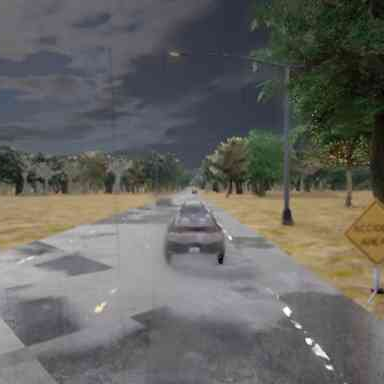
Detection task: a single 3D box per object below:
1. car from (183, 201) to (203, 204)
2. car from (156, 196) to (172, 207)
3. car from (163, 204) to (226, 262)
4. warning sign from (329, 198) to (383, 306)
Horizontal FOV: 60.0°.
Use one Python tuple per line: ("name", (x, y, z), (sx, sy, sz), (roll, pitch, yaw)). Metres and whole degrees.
("car", (0.085, 1.362, 26.590), (1.895, 1.301, 4.718), (0, 1, 0))
("car", (-3.581, 1.212, 43.023), (1.895, 1.301, 4.718), (0, 1, 0))
("car", (0.082, 1.385, 11.619), (2.128, 1.511, 4.902), (0, 0, 0))
("warning sign", (3.531, 1.058, 6.378), (1.300, 1.860, 1.060), (-1, -1, 0))
